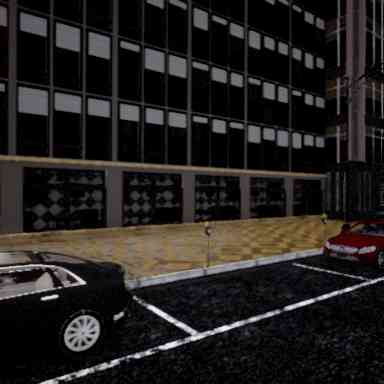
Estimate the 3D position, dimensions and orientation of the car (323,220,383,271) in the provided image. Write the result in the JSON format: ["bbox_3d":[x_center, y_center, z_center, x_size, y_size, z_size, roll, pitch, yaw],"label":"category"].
[{"bbox_3d":[6.056,1.581,10.873,4.206,1.307,1.802,0,0,-35],"label":"car"}]

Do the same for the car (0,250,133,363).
[{"bbox_3d":[-2.965,1.551,4.441,4.403,1.369,2.008,0,0,-35],"label":"car"}]
